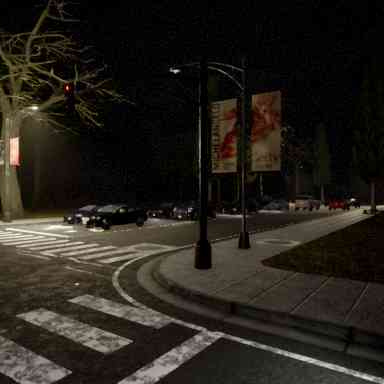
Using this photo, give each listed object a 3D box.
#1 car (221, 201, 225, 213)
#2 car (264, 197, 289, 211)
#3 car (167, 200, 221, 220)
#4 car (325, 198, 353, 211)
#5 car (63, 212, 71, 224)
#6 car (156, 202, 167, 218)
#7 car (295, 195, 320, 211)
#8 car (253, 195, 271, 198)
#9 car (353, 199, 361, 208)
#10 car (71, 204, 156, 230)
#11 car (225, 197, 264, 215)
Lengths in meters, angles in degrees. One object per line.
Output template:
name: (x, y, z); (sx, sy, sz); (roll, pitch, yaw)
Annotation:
car: (3.875, 1.777, 39.995); (1.895, 1.301, 4.718); (0, 0, 35)
car: (11.883, 1.773, 45.652); (1.812, 1.442, 4.674); (0, 0, 36)
car: (0.275, 1.473, 29.237); (2.097, 1.767, 4.553); (0, 0, 35)
car: (20.677, 1.659, 46.581); (2.097, 1.767, 4.553); (0, 0, 35)
car: (-7.187, 1.637, 24.303); (1.994, 1.385, 4.181); (0, 0, 36)
car: (-1.855, 1.667, 31.847); (2.033, 1.411, 5.357); (0, 0, 35)
car: (15.738, 1.491, 45.206); (2.150, 2.045, 5.566); (0, 0, 35)
car: (9.961, 1.472, 48.558); (2.150, 2.045, 5.566); (0, 0, 38)
car: (26.438, 1.893, 54.763); (2.128, 1.511, 4.902); (0, -1, 35)
car: (-4.977, 1.567, 21.782); (2.128, 1.511, 4.902); (0, 0, 35)
car: (5.931, 1.681, 37.263); (1.837, 1.490, 4.892); (0, 0, 35)
